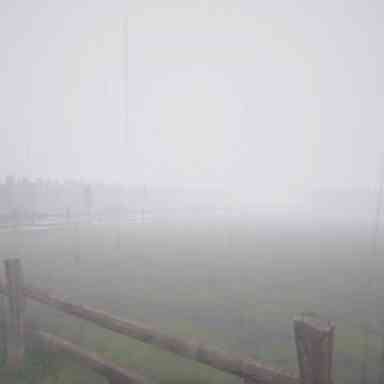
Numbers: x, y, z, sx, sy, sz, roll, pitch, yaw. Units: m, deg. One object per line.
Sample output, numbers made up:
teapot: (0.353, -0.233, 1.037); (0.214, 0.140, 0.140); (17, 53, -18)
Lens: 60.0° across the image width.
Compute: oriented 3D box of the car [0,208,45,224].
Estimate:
car: (-13.973, 1.880, 25.454); (1.895, 1.301, 4.718); (-1, -2, 37)

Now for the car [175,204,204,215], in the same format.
car: (-0.246, 2.305, 44.314); (2.128, 1.511, 4.902); (-1, -1, 36)

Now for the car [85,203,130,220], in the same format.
car: (-8.364, 1.851, 33.137); (2.097, 1.767, 4.553); (-1, -2, 36)
